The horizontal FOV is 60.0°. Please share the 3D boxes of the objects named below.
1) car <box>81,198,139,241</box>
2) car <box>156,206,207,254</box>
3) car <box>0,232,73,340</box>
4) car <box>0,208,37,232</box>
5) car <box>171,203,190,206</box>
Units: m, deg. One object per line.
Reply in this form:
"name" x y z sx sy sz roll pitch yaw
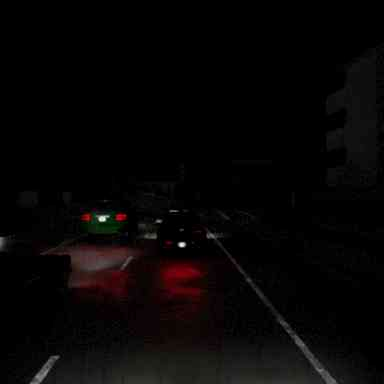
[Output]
"car" -4.099 1.318 17.406 2.150 2.045 5.566 0 0 -3
"car" -0.438 1.574 13.902 1.837 1.490 4.892 0 0 -2
"car" -3.578 1.638 5.512 1.895 1.301 4.718 0 0 -2
"car" -11.370 1.679 20.283 2.033 1.411 5.357 0 0 -3
"car" -0.917 1.628 27.171 2.128 1.511 4.902 0 0 2
